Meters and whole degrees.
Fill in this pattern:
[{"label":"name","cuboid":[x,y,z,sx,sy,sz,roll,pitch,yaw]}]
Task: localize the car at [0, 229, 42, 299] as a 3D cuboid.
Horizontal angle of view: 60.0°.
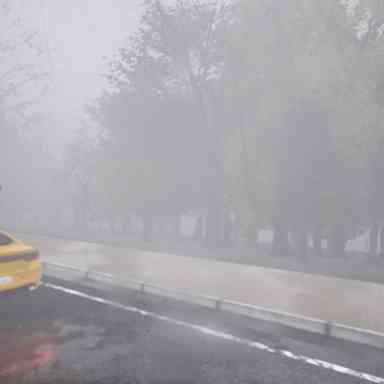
[{"label":"car","cuboid":[-5.458,1.474,7.579,5.008,1.535,1.882,0,0,35]}]
